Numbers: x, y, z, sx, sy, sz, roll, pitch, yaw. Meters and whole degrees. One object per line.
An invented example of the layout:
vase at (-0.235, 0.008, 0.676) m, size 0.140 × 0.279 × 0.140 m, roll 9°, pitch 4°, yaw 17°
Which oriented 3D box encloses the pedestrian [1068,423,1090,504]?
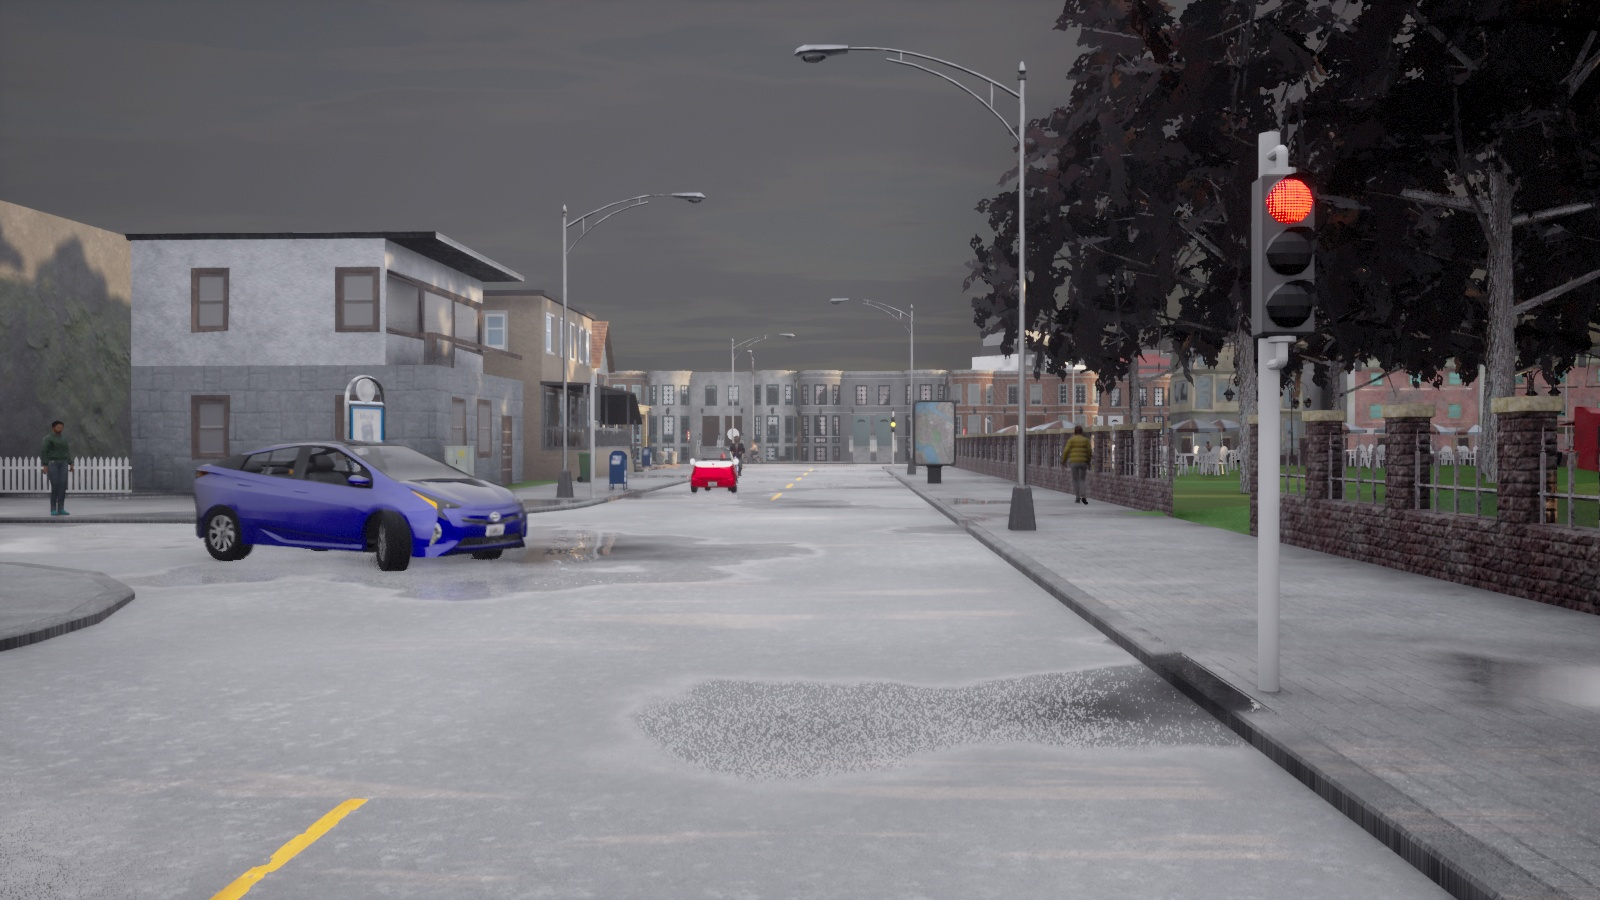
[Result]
pedestrian at (6.356, 0.300, 28.648) m, size 0.370 × 1.835 × 0.726 m, roll 0°, pitch 0°, yaw 2°

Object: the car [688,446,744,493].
car at (-2.562, 0.582, 38.474) m, size 1.481 × 1.376 × 2.207 m, roll 0°, pitch 0°, yaw 2°

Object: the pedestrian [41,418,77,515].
pedestrian at (-14.293, 0.308, 24.213) m, size 0.614 × 1.847 × 0.353 m, roll 0°, pitch 0°, yaw 32°

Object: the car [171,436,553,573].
car at (-5.565, 0.599, 15.881) m, size 4.514 × 1.525 × 2.007 m, roll 0°, pitch 0°, yaw 28°
